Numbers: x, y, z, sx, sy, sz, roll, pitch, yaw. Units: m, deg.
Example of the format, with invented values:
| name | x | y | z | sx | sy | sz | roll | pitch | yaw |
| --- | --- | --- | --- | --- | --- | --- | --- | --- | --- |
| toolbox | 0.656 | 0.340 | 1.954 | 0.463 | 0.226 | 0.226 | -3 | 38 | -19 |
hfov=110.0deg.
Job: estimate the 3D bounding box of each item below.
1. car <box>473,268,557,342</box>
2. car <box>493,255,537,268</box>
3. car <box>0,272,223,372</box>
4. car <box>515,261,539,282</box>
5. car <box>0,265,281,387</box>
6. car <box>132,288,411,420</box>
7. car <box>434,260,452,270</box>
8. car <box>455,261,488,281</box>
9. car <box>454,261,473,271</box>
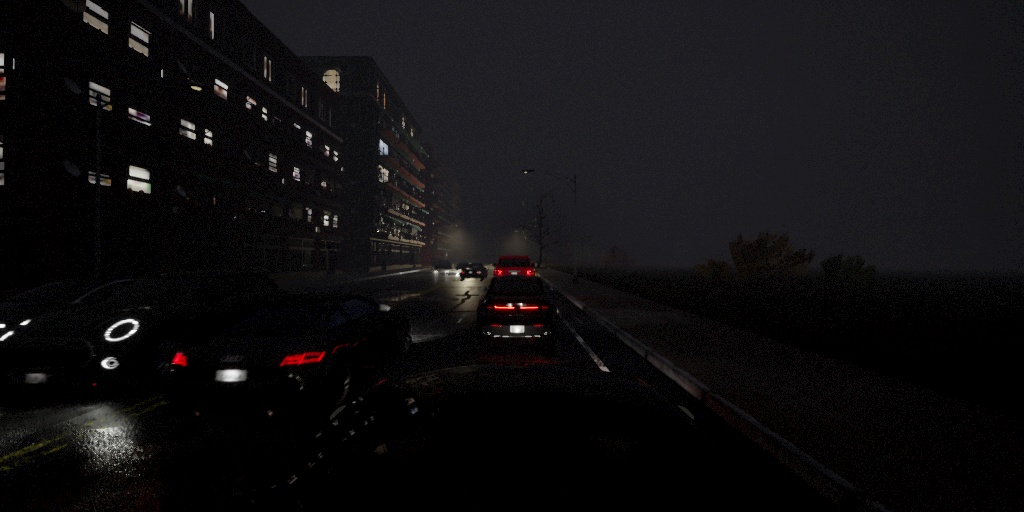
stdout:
| name | x | y | z | sx | sy | sz | roll | pitch | yaw |
| --- | --- | --- | --- | --- | --- | --- | --- | --- | --- |
| car | 0.109 | 1.256 | 9.796 | 1.837 | 1.490 | 4.892 | 0 | 0 | 0 |
| car | 0.116 | 0.974 | 20.143 | 2.150 | 2.045 | 5.566 | 0 | 0 | 0 |
| car | -9.844 | 1.242 | 8.429 | 2.128 | 1.511 | 4.902 | 0 | 0 | 0 |
| car | 1.163 | 1.209 | 30.551 | 1.801 | 1.575 | 5.366 | 0 | 0 | 0 |
| car | -6.594 | 1.103 | 7.210 | 2.097 | 1.767 | 4.553 | 0 | 0 | 0 |
| car | -3.146 | 1.314 | 6.027 | 1.994 | 1.385 | 4.181 | 0 | 0 | 0 |
| car | -9.804 | 1.278 | 51.253 | 1.812 | 1.442 | 4.674 | 0 | 0 | 0 |
| car | -3.128 | 1.301 | 30.086 | 2.033 | 1.411 | 5.357 | 0 | 0 | 1 |
| car | -6.558 | 1.353 | 49.158 | 1.895 | 1.301 | 4.718 | 0 | 0 | 0 |
